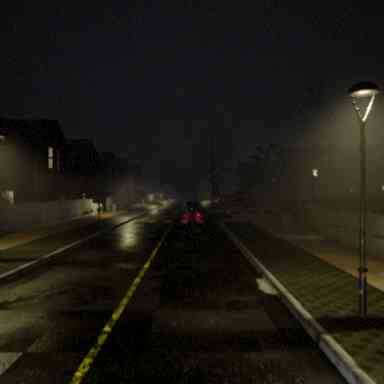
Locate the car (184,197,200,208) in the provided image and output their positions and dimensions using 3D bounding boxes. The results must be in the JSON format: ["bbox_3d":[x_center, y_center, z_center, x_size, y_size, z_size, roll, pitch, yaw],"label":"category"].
[{"bbox_3d":[0.018,1.450,46.447,2.033,1.411,5.357,0,0,0],"label":"car"}]

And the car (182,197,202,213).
[{"bbox_3d":[0.008,1.414,35.140,2.128,1.511,4.902,0,0,0],"label":"car"}]
